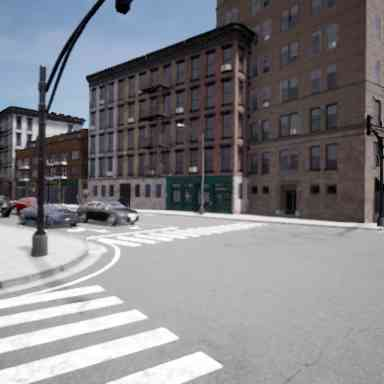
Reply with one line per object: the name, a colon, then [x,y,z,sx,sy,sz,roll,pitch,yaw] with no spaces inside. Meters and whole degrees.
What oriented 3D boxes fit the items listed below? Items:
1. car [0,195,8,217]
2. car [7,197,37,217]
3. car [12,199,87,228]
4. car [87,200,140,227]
car: [-16.091,0.858,25.800,5.566,2.045,2.150,1,0,39]
car: [-12.956,1.181,27.459,5.008,1.535,1.882,1,0,39]
car: [-8.576,1.328,19.918,4.181,1.385,1.994,1,0,37]
car: [-5.496,1.323,21.648,4.902,1.511,2.128,1,0,38]
